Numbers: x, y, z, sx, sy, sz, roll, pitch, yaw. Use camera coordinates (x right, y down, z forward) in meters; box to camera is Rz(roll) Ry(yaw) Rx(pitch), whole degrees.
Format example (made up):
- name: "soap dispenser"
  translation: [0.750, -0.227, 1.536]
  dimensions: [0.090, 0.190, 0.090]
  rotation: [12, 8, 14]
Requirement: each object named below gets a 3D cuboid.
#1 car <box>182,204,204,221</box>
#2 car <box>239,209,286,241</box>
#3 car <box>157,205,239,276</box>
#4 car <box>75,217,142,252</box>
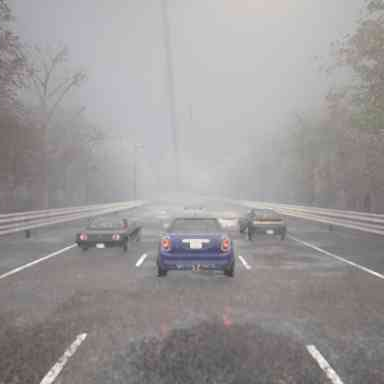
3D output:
- name: "car"
  translation: [0.099, 1.870, 30.641]
  dimensions: [1.895, 1.301, 4.718]
  rotation: [0, 0, 0]
- name: "car"
  translation: [3.598, 1.650, 17.720]
  dimensions: [2.128, 1.511, 4.902]
  rotation: [0, 0, 0]
- name: "car"
  translation: [0.101, 1.451, 10.874]
  dimensions: [2.097, 1.767, 4.553]
  rotation: [0, -1, 0]
- name: "car"
  translation: [-3.402, 1.733, 14.595]
  dimensions: [1.895, 1.301, 4.718]
  rotation: [0, 0, 0]
